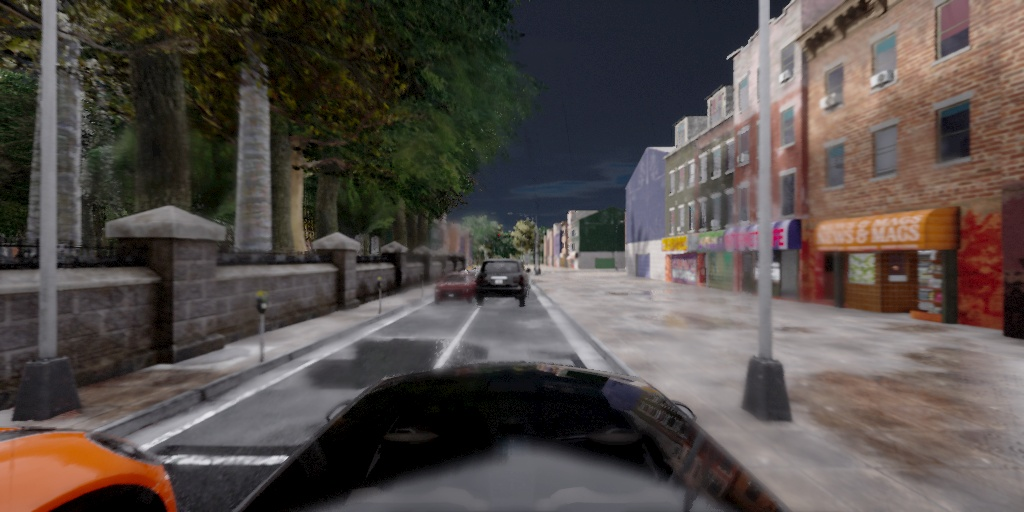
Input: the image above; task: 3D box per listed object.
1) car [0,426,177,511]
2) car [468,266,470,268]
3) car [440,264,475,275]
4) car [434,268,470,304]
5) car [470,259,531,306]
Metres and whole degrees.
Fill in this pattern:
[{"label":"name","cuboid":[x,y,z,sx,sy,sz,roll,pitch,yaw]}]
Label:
[{"label":"car","cuboid":[-2.988,1.084,0.165,2.097,1.767,4.553,0,-1,0]},{"label":"car","cuboid":[-2.637,1.570,23.464,2.007,1.370,4.403,0,0,0]},{"label":"car","cuboid":[-8.445,2.039,55.339,5.008,1.535,1.882,-1,-1,9]},{"label":"car","cuboid":[-2.637,1.491,17.776,1.888,1.381,4.507,0,0,0]},{"label":"car","cuboid":[-0.330,1.160,17.171,2.150,2.045,5.566,0,-1,4]}]
